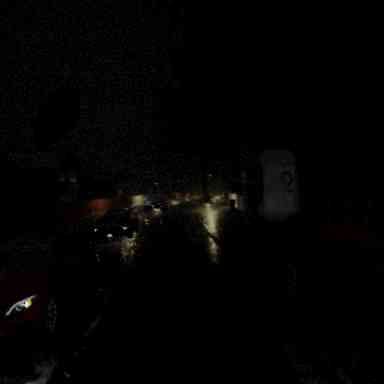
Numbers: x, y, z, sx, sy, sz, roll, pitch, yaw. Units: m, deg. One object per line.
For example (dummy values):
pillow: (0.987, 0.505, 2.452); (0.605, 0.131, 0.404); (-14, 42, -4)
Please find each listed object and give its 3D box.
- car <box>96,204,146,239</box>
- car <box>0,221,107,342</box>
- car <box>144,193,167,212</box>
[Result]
car: (-3.938, 1.628, 18.054); (2.033, 1.411, 5.357); (-3, 0, -3)
car: (-3.238, 1.640, 6.842); (1.812, 1.442, 4.674); (-3, 0, -3)
car: (-4.168, 1.197, 38.793); (2.150, 2.045, 5.566); (-3, 0, 1)
